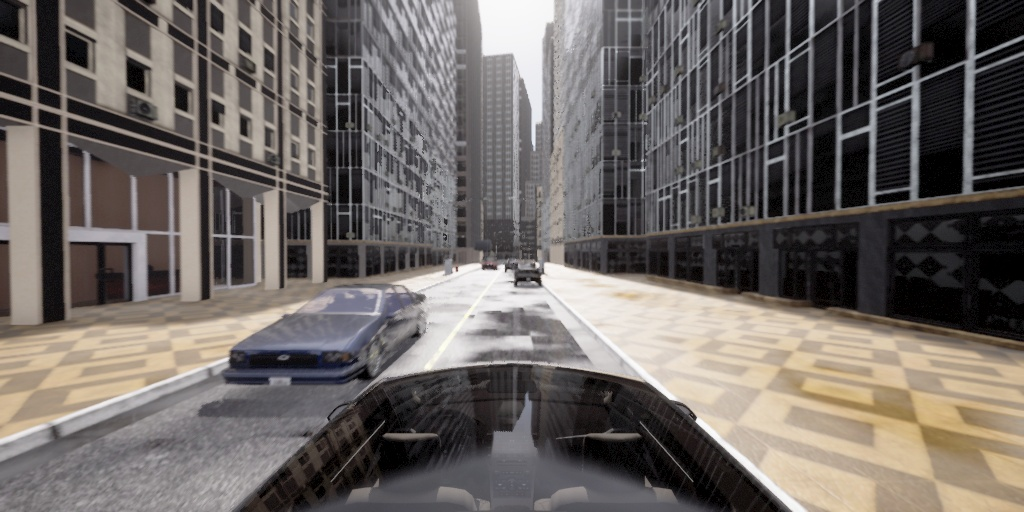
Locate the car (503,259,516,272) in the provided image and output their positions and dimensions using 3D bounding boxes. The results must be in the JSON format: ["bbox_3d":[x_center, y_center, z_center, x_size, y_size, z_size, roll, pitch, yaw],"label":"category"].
[{"bbox_3d":[0.015,1.211,44.757,1.837,1.490,4.892,0,0,0],"label":"car"}]

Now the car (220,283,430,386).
[{"bbox_3d":[-3.100,1.288,7.453,2.033,1.411,5.357,0,0,0],"label":"car"}]

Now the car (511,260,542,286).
[{"bbox_3d":[1.051,1.225,25.235,1.837,1.490,4.892,0,0,0],"label":"car"}]

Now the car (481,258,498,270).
[{"bbox_3d":[-3.072,1.055,49.966,2.097,1.767,4.553,0,0,0],"label":"car"}]
